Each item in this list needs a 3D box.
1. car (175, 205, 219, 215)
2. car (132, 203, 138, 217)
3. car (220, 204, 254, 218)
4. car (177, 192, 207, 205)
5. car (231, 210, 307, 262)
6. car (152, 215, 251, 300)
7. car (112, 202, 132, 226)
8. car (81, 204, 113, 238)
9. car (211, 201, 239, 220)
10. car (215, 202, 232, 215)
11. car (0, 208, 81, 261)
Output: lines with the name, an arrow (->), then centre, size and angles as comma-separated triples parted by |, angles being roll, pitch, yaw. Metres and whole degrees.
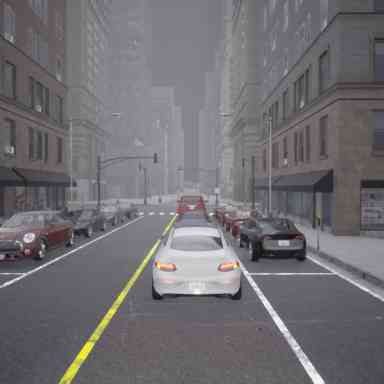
car -> 0.092, 1.562, 16.743 | 1.994, 1.385, 4.181 | 0, 0, 0
car -> -5.782, 1.542, 28.526 | 1.887, 1.381, 4.507 | -1, 0, 0
car -> 2.747, 1.542, 17.517 | 1.887, 1.381, 4.507 | -1, 0, 0
car -> -0.008, 1.220, 26.216 | 2.150, 2.045, 5.566 | 0, 0, 0
car -> 2.748, 1.564, 12.012 | 1.947, 1.339, 4.313 | -1, 0, 0
car -> 0.098, 1.524, 8.256 | 1.812, 1.442, 4.674 | 0, 0, 0
car -> -5.780, 1.548, 23.020 | 2.008, 1.369, 4.403 | -1, 0, 0
car -> -5.778, 1.563, 17.515 | 1.947, 1.339, 4.313 | -1, 0, 0
car -> 2.743, 1.542, 28.528 | 1.887, 1.381, 4.507 | -1, 0, 0
car -> 2.745, 1.542, 23.023 | 1.887, 1.381, 4.507 | -1, 0, 0
car -> -5.778, 1.438, 12.010 | 1.967, 1.590, 4.097 | -1, 0, 0
